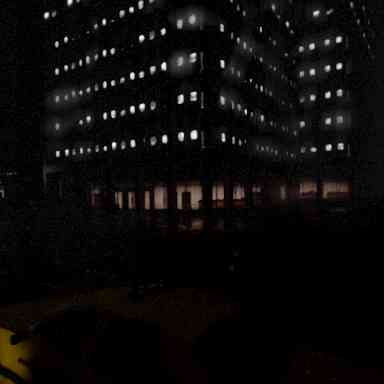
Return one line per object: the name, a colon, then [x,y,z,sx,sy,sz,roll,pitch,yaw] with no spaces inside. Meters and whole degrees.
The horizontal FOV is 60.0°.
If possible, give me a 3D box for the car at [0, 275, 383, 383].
car: [-0.630,1.525,3.330,4.829,1.417,1.752,0,-1,35]
